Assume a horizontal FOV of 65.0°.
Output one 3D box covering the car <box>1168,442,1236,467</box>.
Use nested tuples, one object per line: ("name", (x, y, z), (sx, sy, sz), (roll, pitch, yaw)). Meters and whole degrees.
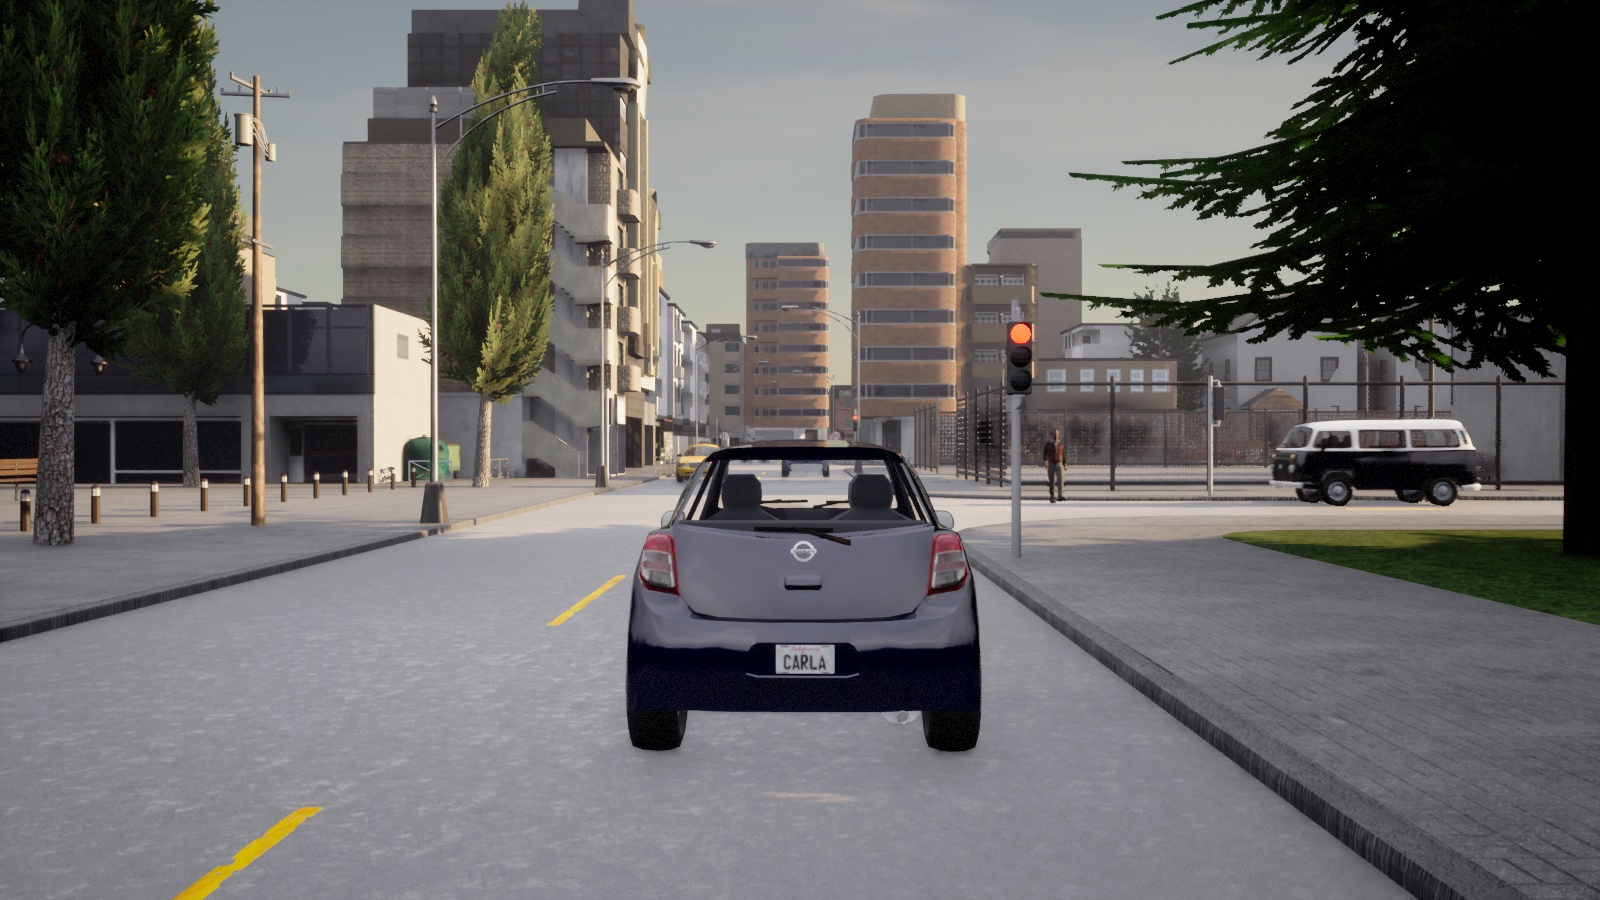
("car", (25.342, 0.299, 79.284), (3.705, 1.549, 1.789), (0, 0, 0))

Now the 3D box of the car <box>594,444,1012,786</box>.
("car", (0.036, 0.719, 7.361), (1.845, 1.501, 3.633), (0, 0, 1))

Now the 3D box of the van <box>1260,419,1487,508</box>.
("van", (13.612, 0.310, 30.029), (4.480, 2.038, 2.069), (0, 0, 0))

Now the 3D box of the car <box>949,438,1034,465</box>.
("car", (12.055, 0.087, 79.349), (5.027, 1.651, 2.152), (0, 0, 0))

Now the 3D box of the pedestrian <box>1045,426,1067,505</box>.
("pedestrian", (6.072, 0.361, 29.780), (0.376, 1.854, 0.720), (0, 0, 0))

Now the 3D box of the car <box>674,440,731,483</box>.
("car", (-3.769, 0.404, 49.318), (1.801, 1.575, 5.366), (0, 0, 0))
